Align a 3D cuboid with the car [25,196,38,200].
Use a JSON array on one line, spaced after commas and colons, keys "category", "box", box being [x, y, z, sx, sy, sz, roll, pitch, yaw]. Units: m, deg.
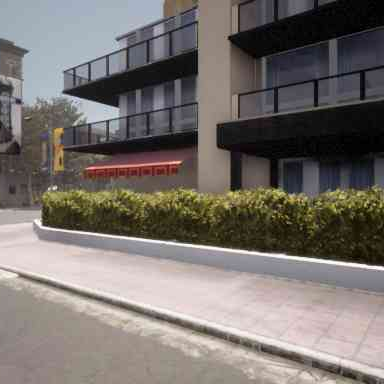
[{"category": "car", "box": [-34.539, 1.481, 68.283, 4.892, 1.521, 2.231, 0, 0, 37]}]
